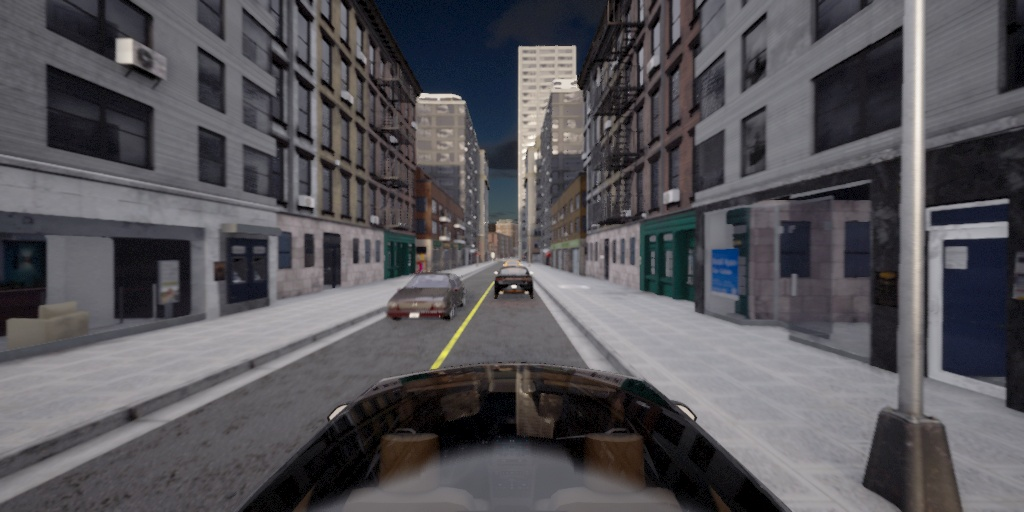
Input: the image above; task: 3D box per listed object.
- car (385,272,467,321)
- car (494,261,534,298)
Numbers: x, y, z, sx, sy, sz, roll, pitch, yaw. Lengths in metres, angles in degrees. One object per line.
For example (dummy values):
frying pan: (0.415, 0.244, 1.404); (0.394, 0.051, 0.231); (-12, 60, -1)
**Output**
car: (-2.756, 1.296, 12.793); (2.033, 1.411, 5.357); (0, 0, 0)
car: (0.089, 1.226, 18.560); (1.882, 1.535, 5.008); (0, 0, 0)
